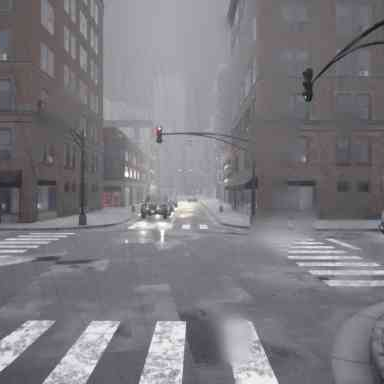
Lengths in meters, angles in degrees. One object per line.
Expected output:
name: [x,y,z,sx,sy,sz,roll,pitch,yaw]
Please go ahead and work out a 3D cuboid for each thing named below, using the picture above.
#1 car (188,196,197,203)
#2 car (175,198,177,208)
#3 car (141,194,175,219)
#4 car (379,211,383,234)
car: [0.067,1.520,69.997,2.128,1.511,4.902,0,0,0]
car: [-3.122,1.546,39.421,1.812,1.442,4.674,0,0,0]
car: [-3.102,1.236,29.748,2.150,2.045,5.566,0,0,2]
car: [11.040,1.617,14.647,4.718,1.301,1.895,0,0,2]
